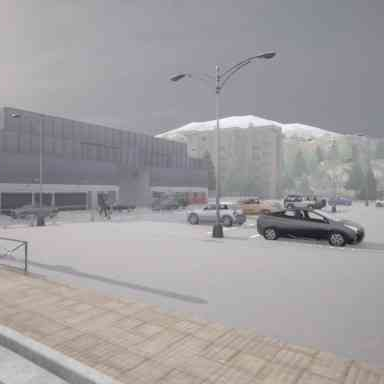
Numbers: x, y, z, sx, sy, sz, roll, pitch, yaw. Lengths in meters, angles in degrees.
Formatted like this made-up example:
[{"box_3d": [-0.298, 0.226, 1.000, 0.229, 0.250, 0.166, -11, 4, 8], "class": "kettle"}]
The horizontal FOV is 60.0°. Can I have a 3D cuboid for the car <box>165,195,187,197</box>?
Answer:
[{"box_3d": [-2.730, 1.398, 47.056, 2.150, 2.045, 5.566, 0, 0, 36], "class": "car"}]

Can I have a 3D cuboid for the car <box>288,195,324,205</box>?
[{"box_3d": [12.420, 1.269, 37.747, 3.866, 1.878, 1.905, 0, 0, 35], "class": "car"}]

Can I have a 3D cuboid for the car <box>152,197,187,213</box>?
[{"box_3d": [-2.842, 1.668, 40.554, 2.128, 1.511, 4.902, 0, 0, 35], "class": "car"}]

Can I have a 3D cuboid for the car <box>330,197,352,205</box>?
[{"box_3d": [24.652, 1.565, 55.418, 3.633, 1.501, 1.845, 0, 0, 35], "class": "car"}]

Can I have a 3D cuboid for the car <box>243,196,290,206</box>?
[{"box_3d": [5.005, 1.345, 27.321, 5.027, 1.636, 2.152, 0, 0, 35], "class": "car"}]

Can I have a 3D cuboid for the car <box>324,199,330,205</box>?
[{"box_3d": [13.769, 1.289, 40.354, 4.605, 1.855, 1.932, 0, 0, 35], "class": "car"}]

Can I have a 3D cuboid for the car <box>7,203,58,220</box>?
[{"box_3d": [-14.527, 1.740, 30.514, 1.994, 1.385, 4.181, 0, 0, 35], "class": "car"}]

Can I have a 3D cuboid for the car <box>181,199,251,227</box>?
[{"box_3d": [1.549, 1.424, 21.904, 3.806, 1.475, 1.970, 0, 0, 35], "class": "car"}]

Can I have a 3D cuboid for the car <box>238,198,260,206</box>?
[{"box_3d": [10.151, 1.777, 58.817, 1.895, 1.301, 4.718, 0, 0, 35], "class": "car"}]

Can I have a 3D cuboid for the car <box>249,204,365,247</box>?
[{"box_3d": [5.170, 1.490, 14.834, 4.514, 1.523, 2.007, 0, 0, 35], "class": "car"}]

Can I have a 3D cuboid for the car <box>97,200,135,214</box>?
[{"box_3d": [-8.765, 1.668, 38.608, 2.128, 1.511, 4.902, 0, 0, 35], "class": "car"}]

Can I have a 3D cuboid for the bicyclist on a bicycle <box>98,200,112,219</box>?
[{"box_3d": [-7.282, 1.477, 27.788, 1.656, 1.620, 0.582, 0, 0, 35], "class": "bicyclist on a bicycle"}]

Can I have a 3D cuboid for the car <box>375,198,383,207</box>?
[{"box_3d": [28.972, 1.576, 48.688, 3.806, 1.475, 1.970, 0, 0, 35], "class": "car"}]
